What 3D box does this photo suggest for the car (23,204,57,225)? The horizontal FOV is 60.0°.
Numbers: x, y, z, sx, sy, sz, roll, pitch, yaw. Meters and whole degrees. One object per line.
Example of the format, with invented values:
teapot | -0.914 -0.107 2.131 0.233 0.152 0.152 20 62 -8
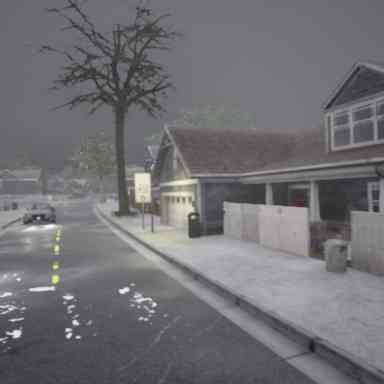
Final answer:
car | -10.936 1.558 24.150 1.994 1.385 4.181 -2 1 -20
